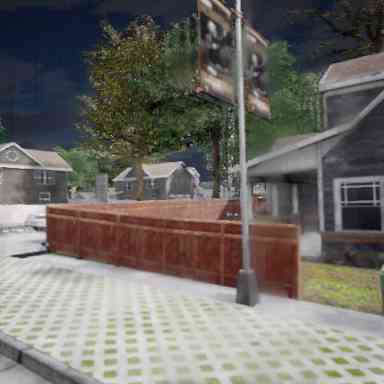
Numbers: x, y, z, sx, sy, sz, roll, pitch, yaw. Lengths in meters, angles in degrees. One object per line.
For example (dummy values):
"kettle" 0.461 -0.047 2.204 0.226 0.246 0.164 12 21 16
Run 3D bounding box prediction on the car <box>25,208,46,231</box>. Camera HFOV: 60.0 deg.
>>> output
"car" -7.560 1.534 20.006 1.812 1.442 4.674 -3 -2 35
